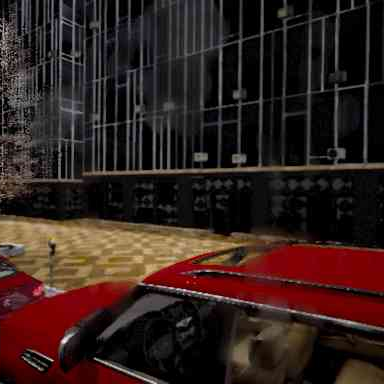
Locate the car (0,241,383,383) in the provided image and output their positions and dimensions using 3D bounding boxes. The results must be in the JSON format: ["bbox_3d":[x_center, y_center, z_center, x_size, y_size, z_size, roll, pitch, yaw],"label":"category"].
[{"bbox_3d":[0.498,1.315,2.309,5.009,1.841,2.192,0,1,36],"label":"car"}]
